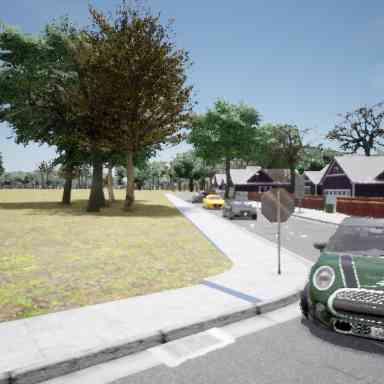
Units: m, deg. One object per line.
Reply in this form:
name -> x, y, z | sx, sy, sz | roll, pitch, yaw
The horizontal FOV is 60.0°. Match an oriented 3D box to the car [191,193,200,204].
car -> 1.007, 1.017, 50.034 | 1.994, 1.385, 4.181 | 0, 1, -6

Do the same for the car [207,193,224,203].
car -> 3.696, 0.961, 52.482 | 1.994, 1.385, 4.181 | -1, 1, -6

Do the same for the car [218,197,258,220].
car -> 3.565, 1.335, 25.358 | 1.994, 1.385, 4.181 | 0, 1, -6

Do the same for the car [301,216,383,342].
car -> 3.630, 1.357, 6.590 | 2.097, 1.767, 4.553 | 0, 0, 26

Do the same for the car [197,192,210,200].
car -> 2.212, 0.710, 65.692 | 1.837, 1.490, 4.892 | 0, 1, -6

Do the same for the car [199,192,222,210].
car -> 2.376, 1.105, 36.692 | 1.882, 1.535, 5.008 | -1, 1, -6
